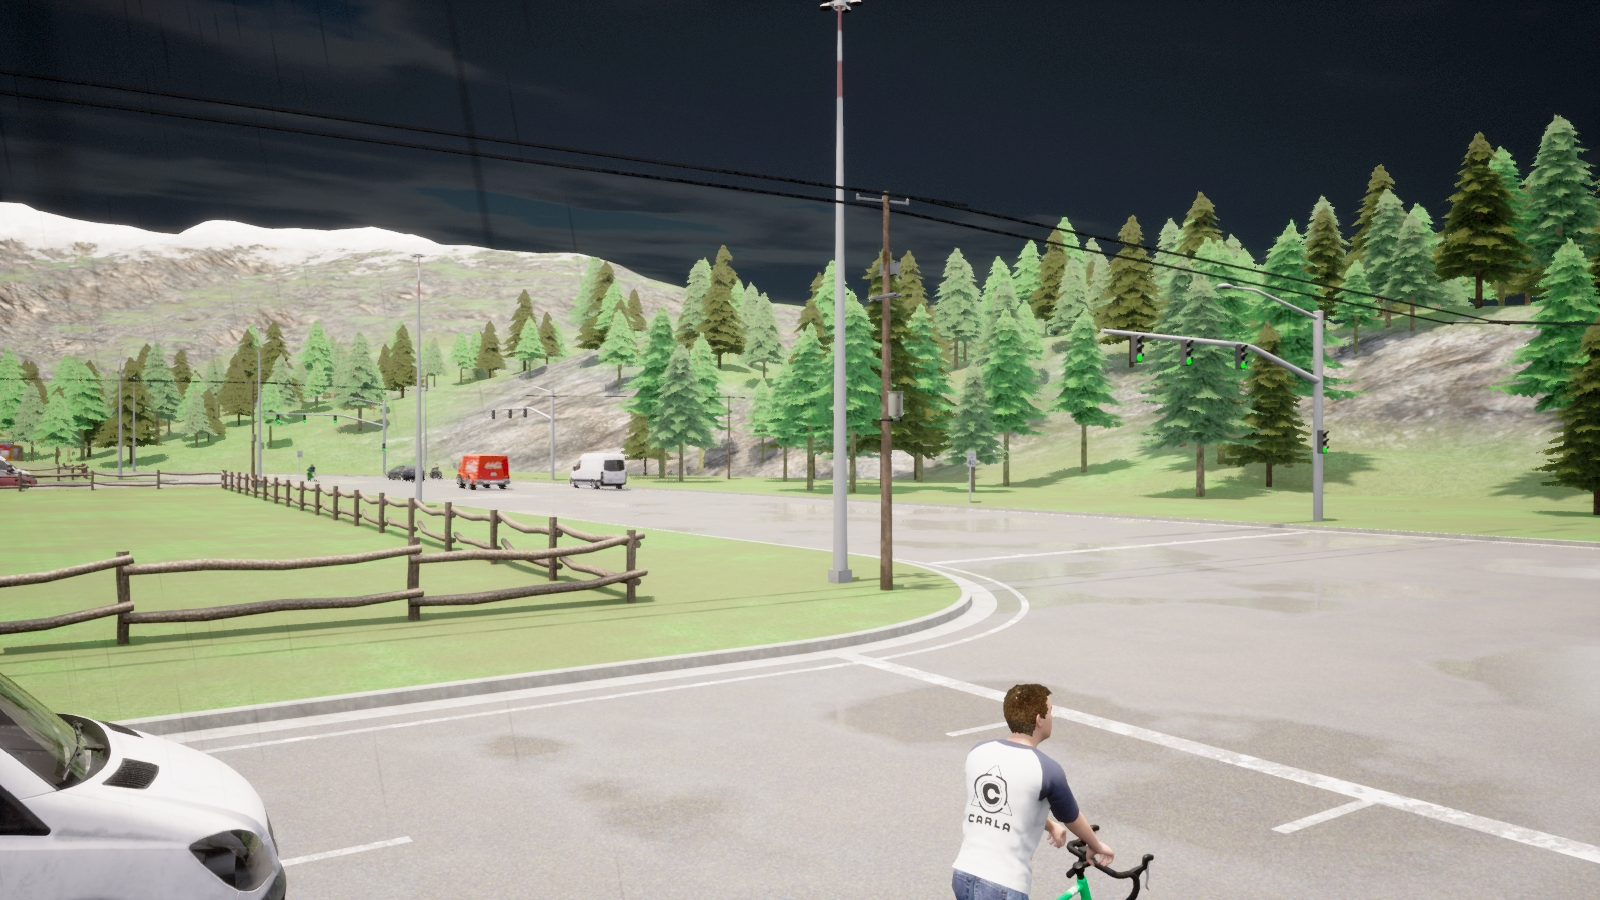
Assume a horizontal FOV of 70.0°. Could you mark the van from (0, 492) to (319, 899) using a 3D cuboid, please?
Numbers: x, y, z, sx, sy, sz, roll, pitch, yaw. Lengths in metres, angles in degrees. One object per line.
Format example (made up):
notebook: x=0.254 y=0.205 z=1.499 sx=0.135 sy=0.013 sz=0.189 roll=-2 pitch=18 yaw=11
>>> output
van: x=-5.215 y=1.535 z=4.399 sx=5.915 sy=2.561 sz=1.988 roll=0 pitch=0 yaw=-35

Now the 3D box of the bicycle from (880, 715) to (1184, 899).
bicycle: x=1.060 y=2.053 z=4.957 sx=1.643 sy=1.496 sz=0.373 roll=0 pitch=0 yaw=-41
